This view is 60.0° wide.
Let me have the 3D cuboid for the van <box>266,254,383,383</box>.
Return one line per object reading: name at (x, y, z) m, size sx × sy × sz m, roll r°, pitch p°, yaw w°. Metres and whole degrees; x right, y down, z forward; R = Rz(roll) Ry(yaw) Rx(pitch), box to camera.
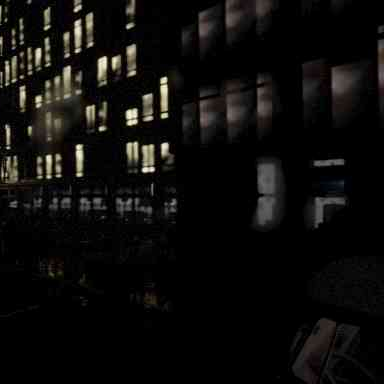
van at (2.215, 1.308, 1.334) m, size 3.998 × 1.788 × 1.690 m, roll -1°, pitch 0°, yaw 38°
